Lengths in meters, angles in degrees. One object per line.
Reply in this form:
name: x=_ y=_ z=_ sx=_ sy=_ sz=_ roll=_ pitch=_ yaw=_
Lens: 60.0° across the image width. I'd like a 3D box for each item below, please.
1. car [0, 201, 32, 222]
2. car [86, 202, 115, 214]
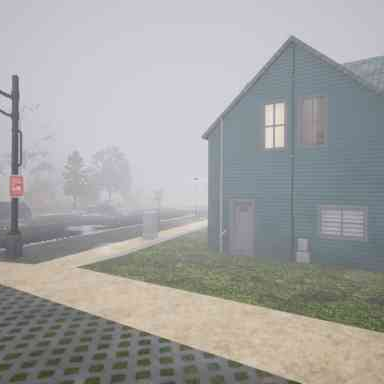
car: x=-15.822 y=1.567 z=27.965 sx=2.097 sy=1.767 sz=4.553 roll=1 pitch=-1 yaw=17
car: x=-11.354 y=1.988 z=41.509 sx=1.994 sy=1.385 sz=4.181 roll=1 pitch=-1 yaw=19
